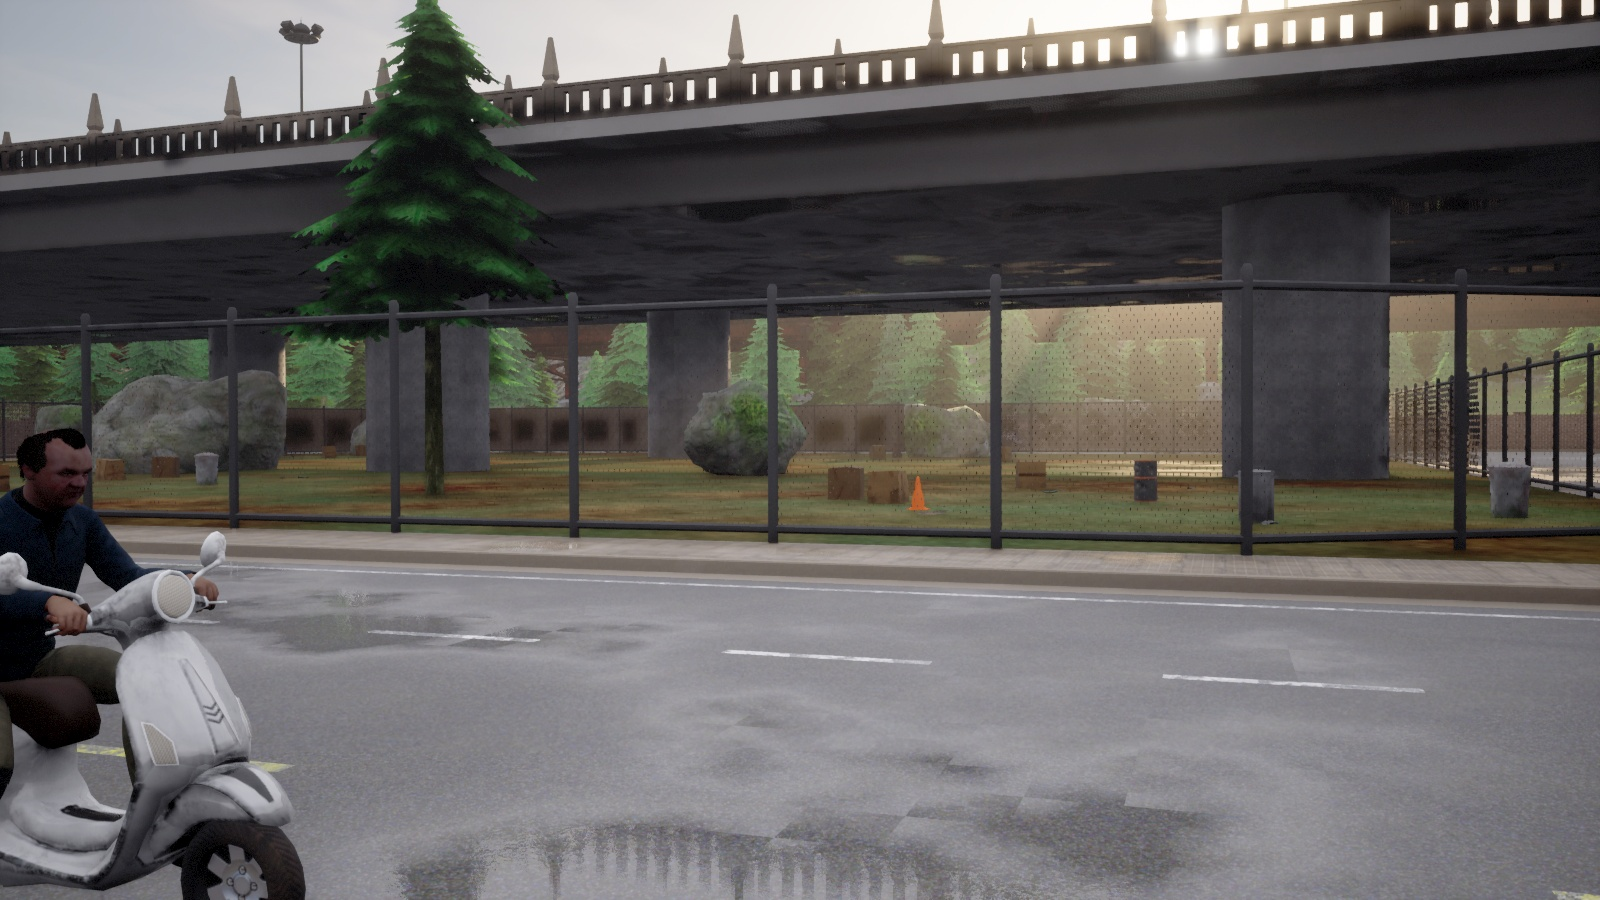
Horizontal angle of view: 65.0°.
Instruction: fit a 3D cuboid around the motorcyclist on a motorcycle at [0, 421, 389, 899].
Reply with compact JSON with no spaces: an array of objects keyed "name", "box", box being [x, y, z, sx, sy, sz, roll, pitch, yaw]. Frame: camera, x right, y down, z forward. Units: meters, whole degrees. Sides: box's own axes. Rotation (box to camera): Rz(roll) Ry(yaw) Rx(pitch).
[{"name":"motorcyclist on a motorcycle","box":[-2.341,0.707,3.980,1.817,1.590,0.866,1,1,19]}]
